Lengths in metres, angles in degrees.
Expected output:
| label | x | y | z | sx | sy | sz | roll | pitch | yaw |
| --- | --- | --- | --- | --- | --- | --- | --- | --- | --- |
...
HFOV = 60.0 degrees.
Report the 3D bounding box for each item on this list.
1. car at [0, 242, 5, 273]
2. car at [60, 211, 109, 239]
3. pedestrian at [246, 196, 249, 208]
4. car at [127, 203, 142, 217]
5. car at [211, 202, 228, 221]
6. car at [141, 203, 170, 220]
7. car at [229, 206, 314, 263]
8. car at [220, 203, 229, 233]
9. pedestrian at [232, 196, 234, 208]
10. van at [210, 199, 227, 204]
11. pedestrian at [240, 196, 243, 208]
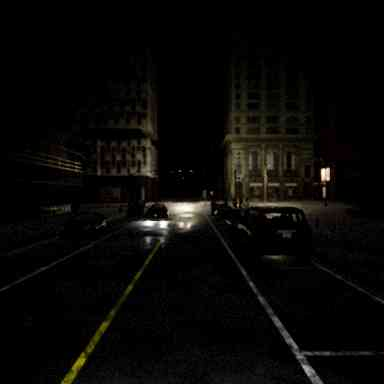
| label | x | y | z | sx | sy | sz | roll | pitch | yaw |
| --- | --- | --- | --- | --- | --- | --- | --- | --- | --- |
| car | -5.672 | 1.600 | 6.723 | 1.887 | 1.381 | 4.507 | 0 | 0 | 0 |
| car | -5.672 | 1.725 | 18.020 | 1.802 | 1.307 | 4.206 | 0 | 0 | 0 |
| pedestrian | 8.135 | 1.444 | 49.011 | 0.375 | 1.860 | 0.375 | 0 | 0 | 0 |
| car | -5.672 | 1.830 | 34.967 | 1.947 | 1.339 | 4.313 | 0 | 0 | 0 |
| car | 2.854 | 1.808 | 29.319 | 1.802 | 1.307 | 4.206 | 0 | 0 | 0 |
| car | -3.096 | 1.796 | 30.276 | 1.994 | 1.385 | 4.181 | 0 | 0 | 0 |
| car | 2.852 | 1.416 | 12.375 | 2.192 | 1.841 | 5.009 | 0 | 0 | 0 |
| car | 2.853 | 1.584 | 18.023 | 1.967 | 1.590 | 4.097 | 0 | 0 | 0 |
| pedestrian | 6.135 | 1.506 | 49.611 | 0.375 | 1.860 | 0.375 | 0 | 0 | 0 |
| van | 2.853 | 1.606 | 34.970 | 1.690 | 1.788 | 3.998 | 0 | 0 | 0 |
| pedestrian | 7.135 | 1.477 | 48.411 | 0.375 | 1.860 | 0.375 | 0 | 0 | 0 |
